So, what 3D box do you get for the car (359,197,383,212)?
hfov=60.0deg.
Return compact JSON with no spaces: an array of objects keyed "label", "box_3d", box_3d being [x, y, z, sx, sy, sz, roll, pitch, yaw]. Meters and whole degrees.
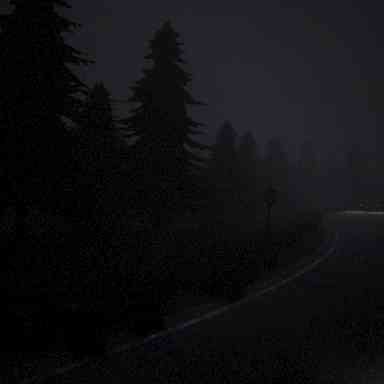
[{"label":"car","box_3d":[19.304,1.260,35.020,4.892,1.490,1.837,0,-1,-43]}]
